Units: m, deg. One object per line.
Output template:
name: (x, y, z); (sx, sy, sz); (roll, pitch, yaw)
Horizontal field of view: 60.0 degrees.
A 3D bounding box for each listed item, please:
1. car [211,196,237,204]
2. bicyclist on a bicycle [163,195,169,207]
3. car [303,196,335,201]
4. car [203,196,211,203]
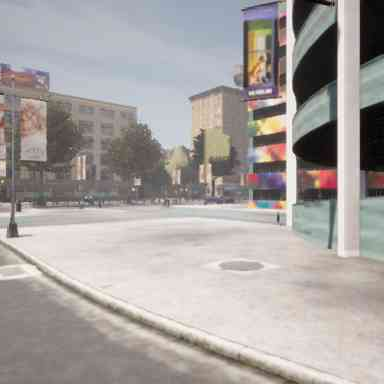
car: (6.507, 1.532, 63.793); (4.674, 1.442, 1.812); (0, 0, -39)
bicyclist on a bicycle: (-3.577, 1.298, 45.652); (0.582, 1.620, 1.656); (0, 0, -39)
car: (15.310, 1.318, 40.811); (4.674, 1.452, 2.002); (0, 0, -39)
car: (4.323, 1.532, 66.528); (4.674, 1.442, 1.812); (0, 0, -39)
